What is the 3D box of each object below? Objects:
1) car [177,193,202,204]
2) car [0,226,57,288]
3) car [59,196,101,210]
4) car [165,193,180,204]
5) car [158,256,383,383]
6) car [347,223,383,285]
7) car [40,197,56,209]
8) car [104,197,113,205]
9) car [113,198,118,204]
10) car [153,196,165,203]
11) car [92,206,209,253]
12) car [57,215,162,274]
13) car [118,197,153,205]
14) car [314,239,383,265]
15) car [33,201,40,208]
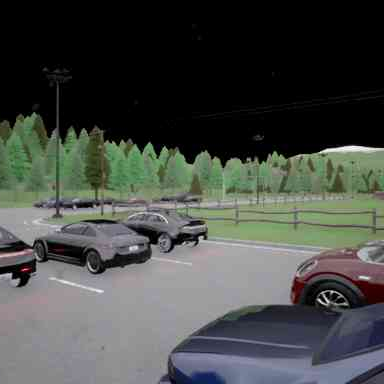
[{"bbox_3d":[-0.035,1.474,62.803,1.882,1.535,5.008,0,0,37],"label":"car"},{"bbox_3d":[-5.697,1.491,8.052,4.902,1.511,2.128,0,0,36],"label":"car"},{"bbox_3d":[-14.434,1.474,43.287,1.882,1.535,5.008,0,0,36],"label":"car"},{"bbox_3d":[-2.216,1.220,65.702,2.150,2.045,5.566,0,0,37],"label":"car"},{"bbox_3d":[2.295,1.548,2.336,5.357,1.411,2.033,0,0,36],"label":"car"},{"bbox_3d":[6.467,1.601,7.953,4.718,1.301,1.895,0,0,36],"label":"car"},{"bbox_3d":[-17.484,1.348,45.030,2.097,1.767,4.553,0,0,36],"label":"car"},{"bbox_3d":[-14.311,1.543,55.289,2.033,1.411,5.357,0,0,37],"label":"car"},{"bbox_3d":[-10.020,1.544,55.220,2.033,1.411,5.357,0,0,36],"label":"car"},{"bbox_3d":[-6.048,1.502,66.394,1.837,1.490,4.892,0,0,37],"label":"car"},{"bbox_3d":[-1.626,1.491,13.746,4.902,1.511,2.128,0,0,36],"label":"car"},{"bbox_3d":[-3.268,1.563,10.612,4.181,1.385,1.994,0,0,36],"label":"car"},{"bbox_3d":[-8.628,1.523,51.189,1.812,1.442,4.674,0,0,36],"label":"car"},{"bbox_3d":[4.008,1.352,5.408,4.553,1.767,2.097,0,0,36],"label":"car"},{"bbox_3d":[-20.072,1.501,47.431,1.837,1.490,4.892,0,0,36],"label":"car"}]
